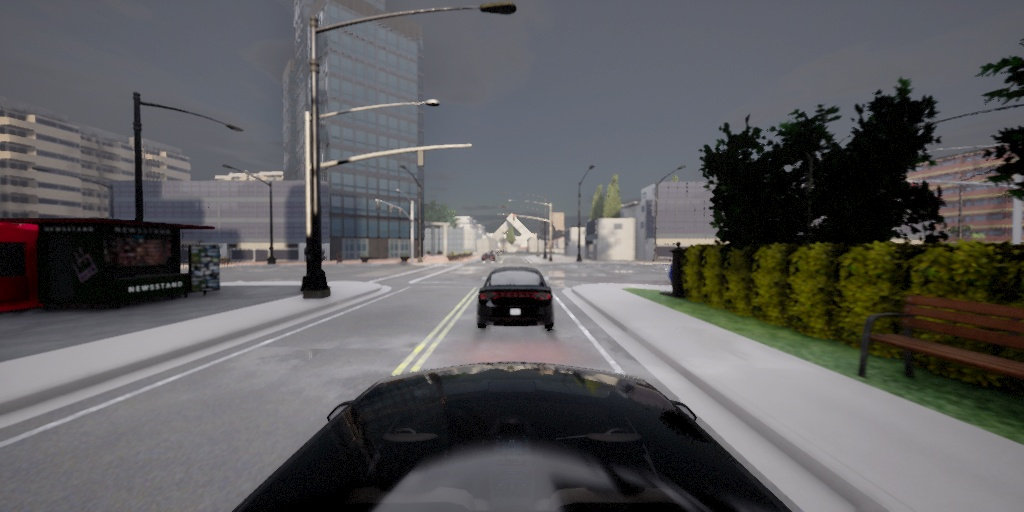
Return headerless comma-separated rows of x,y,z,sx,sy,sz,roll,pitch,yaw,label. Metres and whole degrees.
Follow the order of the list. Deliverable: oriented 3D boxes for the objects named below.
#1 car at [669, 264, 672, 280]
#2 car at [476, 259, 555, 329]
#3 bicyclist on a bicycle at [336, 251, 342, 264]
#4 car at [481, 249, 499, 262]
10.742,0.827,18.325,5.008,1.535,1.882,1,1,34,car
0.096,1.019,10.385,1.882,1.535,5.008,0,1,0,car
-21.872,0.161,45.325,0.582,1.620,1.656,-1,2,0,bicyclist on a bicycle
-3.413,0.084,52.856,1.994,1.385,4.181,0,1,1,car
